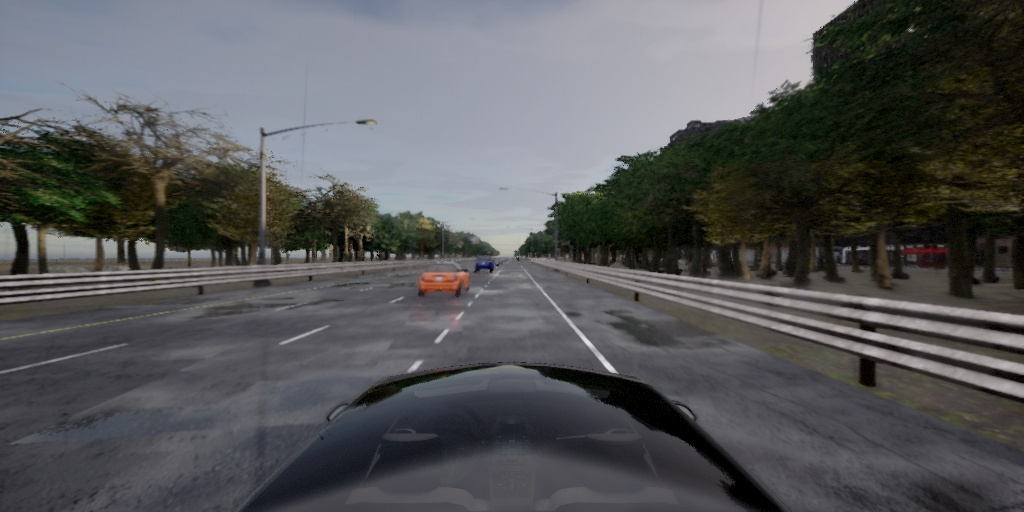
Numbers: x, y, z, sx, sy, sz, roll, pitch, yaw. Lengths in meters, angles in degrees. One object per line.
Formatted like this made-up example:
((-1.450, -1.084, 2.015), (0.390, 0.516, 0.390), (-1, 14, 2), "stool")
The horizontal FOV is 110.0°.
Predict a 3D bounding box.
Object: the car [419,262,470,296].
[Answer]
((-3.494, 1.110, 19.338), (2.097, 1.767, 4.553), (0, 0, 0), "car")

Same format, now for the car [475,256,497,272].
((-3.427, 0.995, 45.533), (2.150, 2.045, 5.566), (0, 0, 0), "car")
